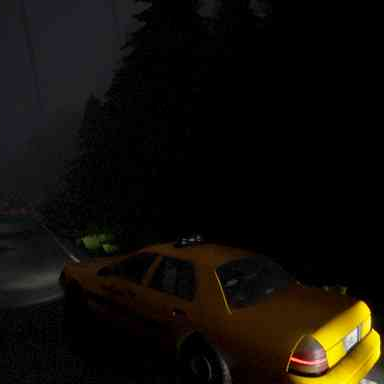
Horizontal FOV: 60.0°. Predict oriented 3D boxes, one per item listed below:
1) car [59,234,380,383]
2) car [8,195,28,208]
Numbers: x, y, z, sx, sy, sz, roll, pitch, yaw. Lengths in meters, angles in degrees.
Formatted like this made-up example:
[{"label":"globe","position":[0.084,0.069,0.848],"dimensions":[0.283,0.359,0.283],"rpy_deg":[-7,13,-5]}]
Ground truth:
[{"label":"car","position":[-0.238,1.417,5.107],"dimensions":[5.366,1.575,1.801],"rpy_deg":[1,1,45]},{"label":"car","position":[-20.981,1.058,40.160],"dimensions":[2.128,1.511,4.902],"rpy_deg":[-2,2,-26]}]
